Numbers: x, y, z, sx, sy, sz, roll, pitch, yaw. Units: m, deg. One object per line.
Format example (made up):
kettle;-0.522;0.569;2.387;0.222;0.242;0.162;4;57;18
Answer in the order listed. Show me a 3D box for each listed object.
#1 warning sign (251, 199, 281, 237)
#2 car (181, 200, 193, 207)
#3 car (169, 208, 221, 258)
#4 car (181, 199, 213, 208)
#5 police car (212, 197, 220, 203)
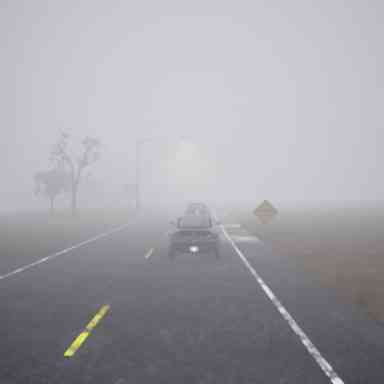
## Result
warning sign;3.711;1.289;16.804;1.300;1.860;1.060;0;-1;1
car;-0.909;2.226;65.974;1.994;1.385;4.181;0;-1;5
car;0.126;1.647;13.452;1.837;1.490;4.892;0;0;1
car;0.502;1.642;28.348;2.097;1.767;4.553;0;-1;2
police car;6.090;2.330;91.520;1.930;1.638;5.238;0;-1;6
